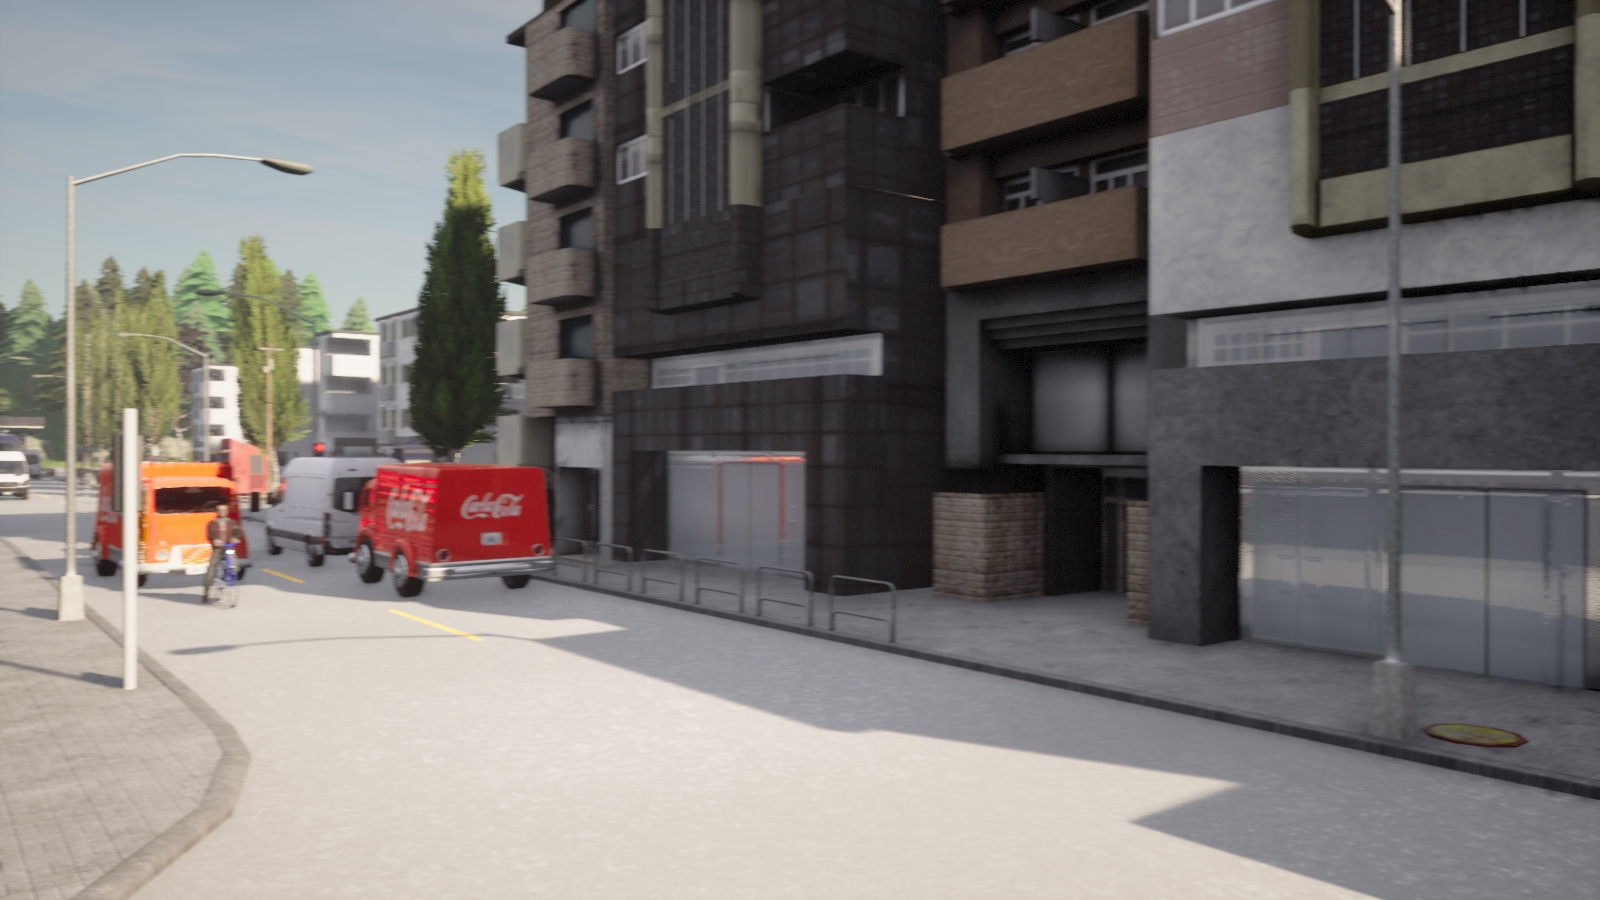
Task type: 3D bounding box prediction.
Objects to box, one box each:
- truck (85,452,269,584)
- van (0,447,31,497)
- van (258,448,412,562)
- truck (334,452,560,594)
[{"bbox_3d":[-13.380,1.277,24.356,2.627,2.467,5.204,0,0,-38],"label":"truck"},{"bbox_3d":[-42.526,1.124,60.977,1.988,2.561,5.915,0,0,-38],"label":"van"},{"bbox_3d":[-11.779,1.236,28.668,1.988,2.561,5.915,0,0,-38],"label":"van"},{"bbox_3d":[-7.219,1.289,22.942,2.627,2.467,5.204,0,0,-38],"label":"truck"}]
